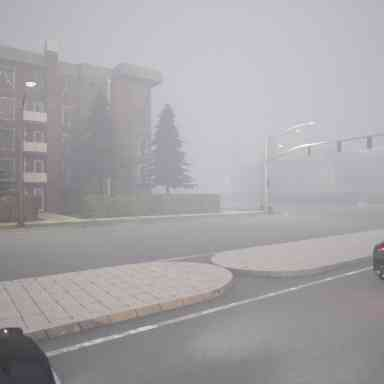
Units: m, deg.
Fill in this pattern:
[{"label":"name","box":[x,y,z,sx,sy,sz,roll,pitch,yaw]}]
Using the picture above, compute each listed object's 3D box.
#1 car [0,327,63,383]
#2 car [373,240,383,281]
[{"label":"car","box":[-3.058,1.601,1.557,4.718,1.301,1.895,0,0,-36]},{"label":"car","box":[6.526,1.505,8.565,4.892,1.490,1.837,0,0,-36]}]
